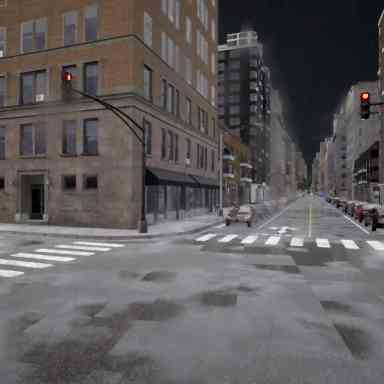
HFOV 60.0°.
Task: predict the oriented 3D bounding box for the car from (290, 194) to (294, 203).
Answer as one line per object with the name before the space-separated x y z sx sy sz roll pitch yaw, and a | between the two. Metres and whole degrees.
car | 16.608 1.563 59.283 1.947 1.339 4.313 1 0 20

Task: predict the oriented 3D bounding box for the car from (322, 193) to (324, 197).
car | 33.992 1.431 82.434 1.967 1.590 4.097 1 0 20

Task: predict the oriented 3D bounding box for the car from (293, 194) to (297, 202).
car | 20.350 1.560 69.690 1.947 1.339 4.313 1 0 20

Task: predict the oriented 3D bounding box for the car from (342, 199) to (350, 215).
car | 15.280 1.552 30.389 2.008 1.369 4.403 1 0 20

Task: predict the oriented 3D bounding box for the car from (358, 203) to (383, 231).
car | 11.537 1.567 19.980 1.947 1.339 4.313 1 0 20

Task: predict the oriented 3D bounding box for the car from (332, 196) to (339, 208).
car | 20.893 1.566 46.003 1.947 1.339 4.313 1 0 20

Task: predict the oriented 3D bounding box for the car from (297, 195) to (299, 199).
car | 22.222 1.308 74.892 2.192 1.841 5.009 1 0 20

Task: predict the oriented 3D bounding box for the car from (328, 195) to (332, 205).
car | 24.635 1.548 56.412 2.008 1.369 4.403 1 0 20

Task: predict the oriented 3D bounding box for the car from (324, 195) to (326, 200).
car | 30.249 1.575 72.026 1.802 1.307 4.206 1 0 20

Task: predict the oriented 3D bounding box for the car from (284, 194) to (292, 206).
car | 14.680 1.524 53.920 1.752 1.417 4.829 1 0 20

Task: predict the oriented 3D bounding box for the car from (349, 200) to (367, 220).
car | 13.409 1.546 25.184 1.887 1.381 4.507 1 0 20

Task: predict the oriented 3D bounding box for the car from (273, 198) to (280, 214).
car | 7.255 1.552 33.267 2.008 1.369 4.403 1 0 20

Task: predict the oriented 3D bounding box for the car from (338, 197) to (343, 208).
car | 17.151 1.546 35.593 1.887 1.381 4.507 1 0 20

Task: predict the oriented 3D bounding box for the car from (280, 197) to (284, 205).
car | 9.126 1.546 38.470 1.887 1.381 4.507 1 0 20

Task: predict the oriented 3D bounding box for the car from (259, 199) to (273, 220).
car | 5.384 1.567 28.064 1.947 1.339 4.313 1 0 20

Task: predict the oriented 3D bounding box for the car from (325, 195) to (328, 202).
car | 28.378 1.560 66.821 1.947 1.339 4.313 1 0 20

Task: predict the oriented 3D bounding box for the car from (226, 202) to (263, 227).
car | 3.513 1.584 22.860 1.802 1.307 4.206 1 0 20

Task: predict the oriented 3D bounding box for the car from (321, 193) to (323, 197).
car | 35.863 1.430 87.639 1.967 1.590 4.097 1 0 20
